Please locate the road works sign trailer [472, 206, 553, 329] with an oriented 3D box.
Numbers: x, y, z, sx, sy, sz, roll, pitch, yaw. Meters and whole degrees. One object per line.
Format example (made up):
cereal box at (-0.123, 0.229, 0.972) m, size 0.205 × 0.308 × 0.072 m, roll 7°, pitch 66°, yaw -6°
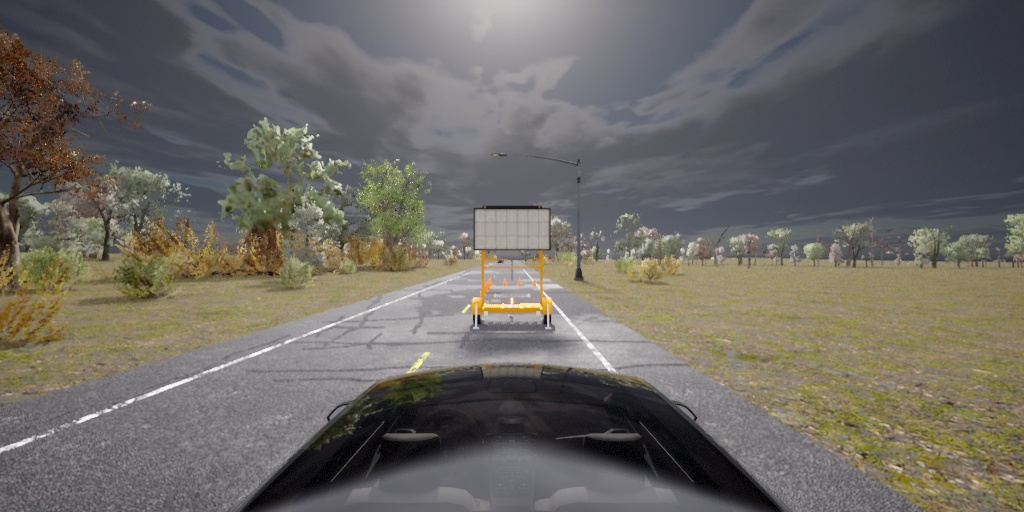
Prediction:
road works sign trailer at (0.005, 0.232, 11.301) m, size 2.380 × 3.560 × 2.880 m, roll 0°, pitch 0°, yaw 0°
